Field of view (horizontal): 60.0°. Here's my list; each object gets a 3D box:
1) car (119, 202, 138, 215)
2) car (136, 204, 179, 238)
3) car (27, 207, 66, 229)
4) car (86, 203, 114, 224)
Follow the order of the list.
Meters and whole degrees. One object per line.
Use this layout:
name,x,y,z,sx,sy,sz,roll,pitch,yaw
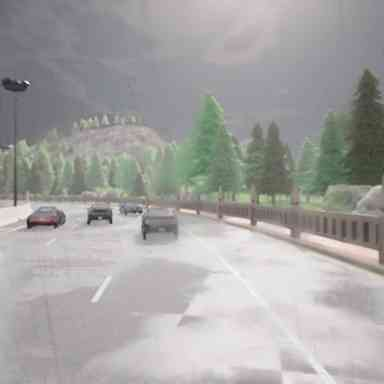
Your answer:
car,-6.801,1.776,36.523,2.033,1.411,5.357,0,0,-20
car,-1.867,1.605,18.366,2.128,1.511,4.902,0,0,-10
car,-10.067,1.718,23.208,1.994,1.385,4.181,0,0,-14
car,-7.408,1.676,26.820,1.837,1.490,4.892,0,0,-15
